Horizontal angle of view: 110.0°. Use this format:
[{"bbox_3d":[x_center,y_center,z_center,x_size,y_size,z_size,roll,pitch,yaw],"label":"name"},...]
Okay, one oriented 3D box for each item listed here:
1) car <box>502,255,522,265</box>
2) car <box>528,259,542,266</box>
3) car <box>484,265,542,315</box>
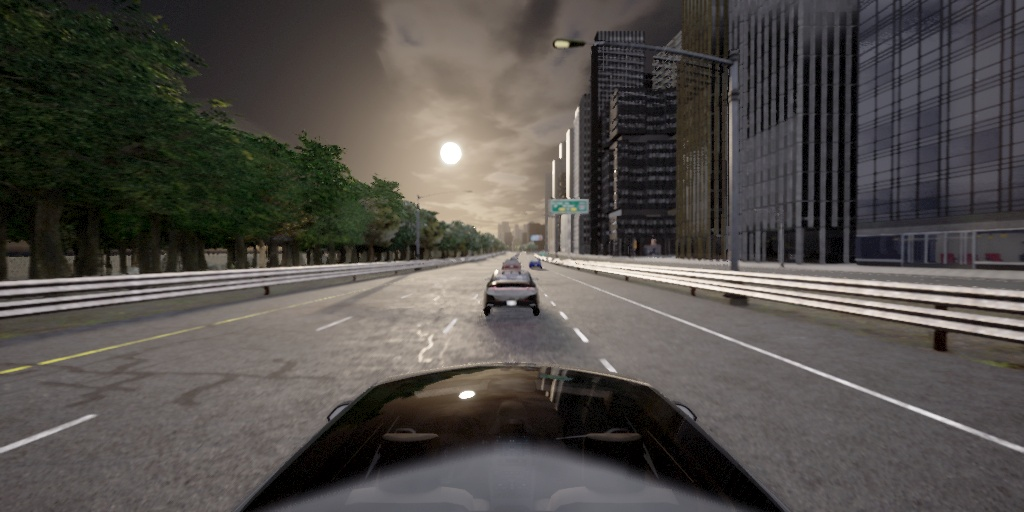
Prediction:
[{"bbox_3d":[-0.025,1.094,39.478,2.097,1.767,4.553,0,0,0],"label":"car"},{"bbox_3d":[3.651,1.177,57.138,1.882,1.535,5.008,0,0,0],"label":"car"},{"bbox_3d":[-0.019,1.247,13.564,2.128,1.511,4.902,0,0,0],"label":"car"}]
